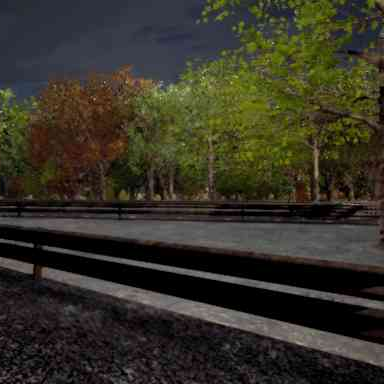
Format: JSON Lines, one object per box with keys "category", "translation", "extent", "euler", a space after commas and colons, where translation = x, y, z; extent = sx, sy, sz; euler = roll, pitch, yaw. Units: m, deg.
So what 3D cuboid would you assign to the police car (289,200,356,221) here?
{"category": "police car", "translation": [11.011, 1.503, 28.287], "extent": [5.238, 1.638, 1.930], "euler": [0, 0, 14]}
